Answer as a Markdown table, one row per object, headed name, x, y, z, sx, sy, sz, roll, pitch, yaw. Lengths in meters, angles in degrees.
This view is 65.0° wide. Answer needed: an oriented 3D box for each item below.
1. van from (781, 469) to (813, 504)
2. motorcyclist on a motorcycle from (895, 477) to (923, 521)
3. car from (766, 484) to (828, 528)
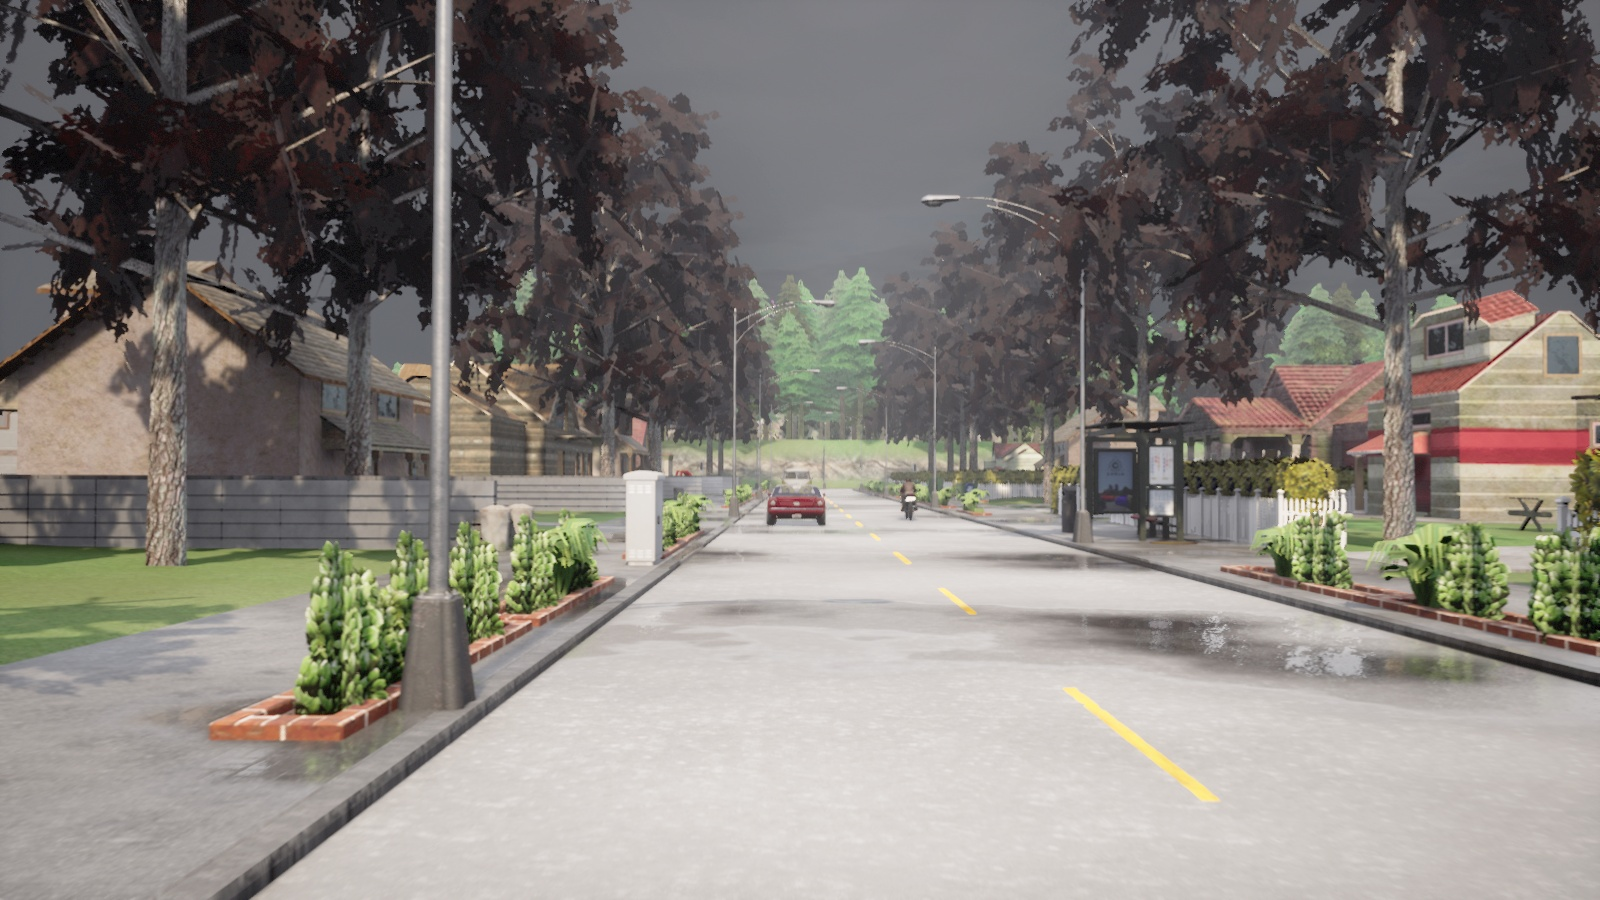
| name | x | y | z | sx | sy | sz | roll | pitch | yaw |
| --- | --- | --- | --- | --- | --- | --- | --- | --- | --- |
| van | -0.182 | 2.114 | 73.726 | 1.775 | 1.987 | 4.442 | 0 | -1 | 0 |
| motorcyclist on a motorcycle | 3.889 | 1.728 | 44.991 | 0.797 | 1.523 | 2.044 | 0 | -1 | 0 |
| car | -0.099 | 1.772 | 40.689 | 1.895 | 1.301 | 4.718 | 0 | -1 | 0 |
